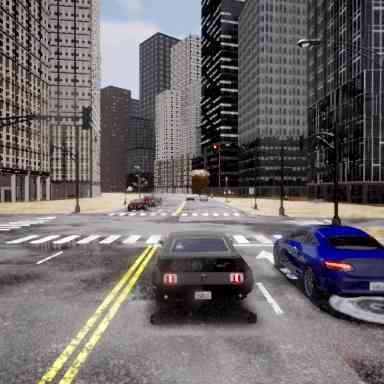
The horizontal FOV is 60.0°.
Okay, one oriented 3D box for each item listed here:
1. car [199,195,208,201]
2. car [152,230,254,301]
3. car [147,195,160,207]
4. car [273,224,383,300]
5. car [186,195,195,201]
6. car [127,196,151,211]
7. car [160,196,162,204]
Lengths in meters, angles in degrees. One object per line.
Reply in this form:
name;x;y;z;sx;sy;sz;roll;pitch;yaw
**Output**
car;2.822;1.396;80.556;1.812;1.442;4.674;0;0;-4
car;0.111;1.598;8.286;1.895;1.301;4.718;0;0;-3
car;-6.520;1.299;50.599;2.097;1.767;4.553;0;0;0
car;3.354;1.523;8.254;1.812;1.442;4.674;0;0;1
car;-0.427;1.469;80.443;1.895;1.301;4.718;0;0;-4
car;-6.535;1.530;40.350;1.994;1.385;4.181;0;0;0
car;-6.502;1.416;60.890;2.128;1.511;4.902;0;0;0
